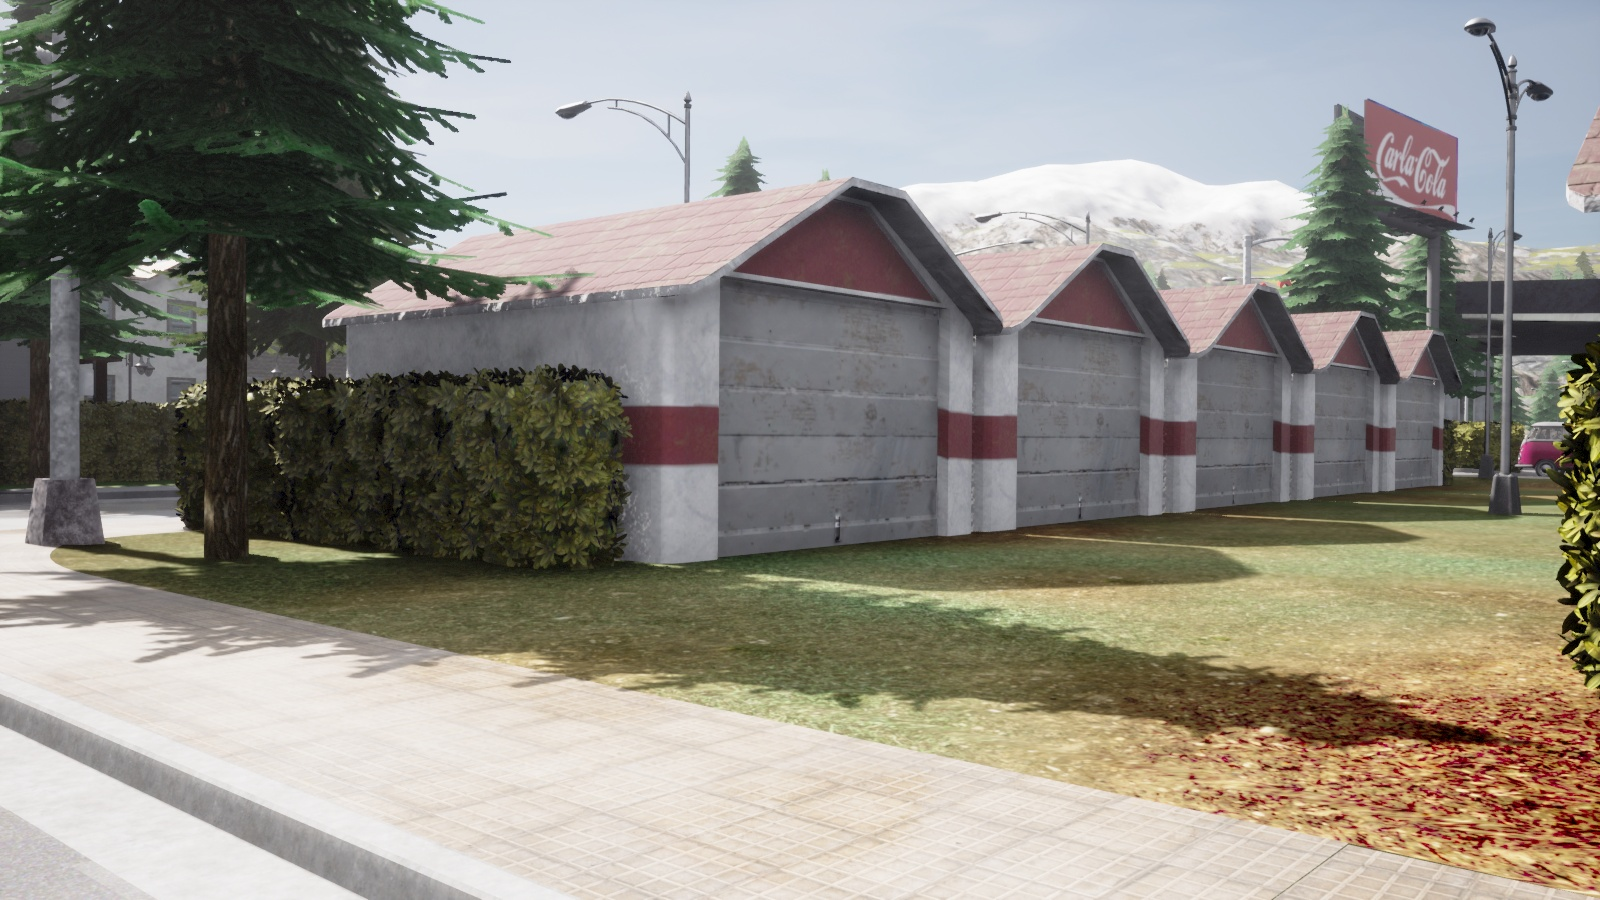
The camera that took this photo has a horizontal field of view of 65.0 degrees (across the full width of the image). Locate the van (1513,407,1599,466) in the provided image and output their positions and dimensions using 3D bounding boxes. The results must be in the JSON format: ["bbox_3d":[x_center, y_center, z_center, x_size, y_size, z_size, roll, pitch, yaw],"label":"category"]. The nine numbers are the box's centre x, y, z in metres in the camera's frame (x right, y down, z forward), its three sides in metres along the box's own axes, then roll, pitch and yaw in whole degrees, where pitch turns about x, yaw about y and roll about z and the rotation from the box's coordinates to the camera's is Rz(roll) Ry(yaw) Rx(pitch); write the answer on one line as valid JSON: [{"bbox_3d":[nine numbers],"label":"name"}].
[{"bbox_3d":[27.249,-0.453,43.202,4.442,1.987,1.775,1,1,40],"label":"van"}]
